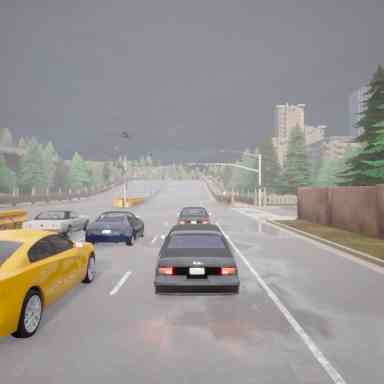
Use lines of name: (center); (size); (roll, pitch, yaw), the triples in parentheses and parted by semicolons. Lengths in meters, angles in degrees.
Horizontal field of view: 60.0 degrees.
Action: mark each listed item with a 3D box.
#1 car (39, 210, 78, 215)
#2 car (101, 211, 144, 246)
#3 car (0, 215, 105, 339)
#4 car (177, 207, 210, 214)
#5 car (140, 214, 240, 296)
car: (-6.916, 1.601, 17.603); (1.895, 1.301, 4.718); (0, 0, 0)
car: (-3.420, 1.564, 15.374); (1.994, 1.385, 4.181); (0, 0, 0)
car: (-3.406, 1.478, 6.617); (1.882, 1.535, 5.008); (0, 0, 0)
car: (0.105, 1.547, 18.893); (2.033, 1.411, 5.357); (0, 0, 1)
car: (0.092, 1.547, 8.827); (2.033, 1.411, 5.357); (0, 0, 0)
